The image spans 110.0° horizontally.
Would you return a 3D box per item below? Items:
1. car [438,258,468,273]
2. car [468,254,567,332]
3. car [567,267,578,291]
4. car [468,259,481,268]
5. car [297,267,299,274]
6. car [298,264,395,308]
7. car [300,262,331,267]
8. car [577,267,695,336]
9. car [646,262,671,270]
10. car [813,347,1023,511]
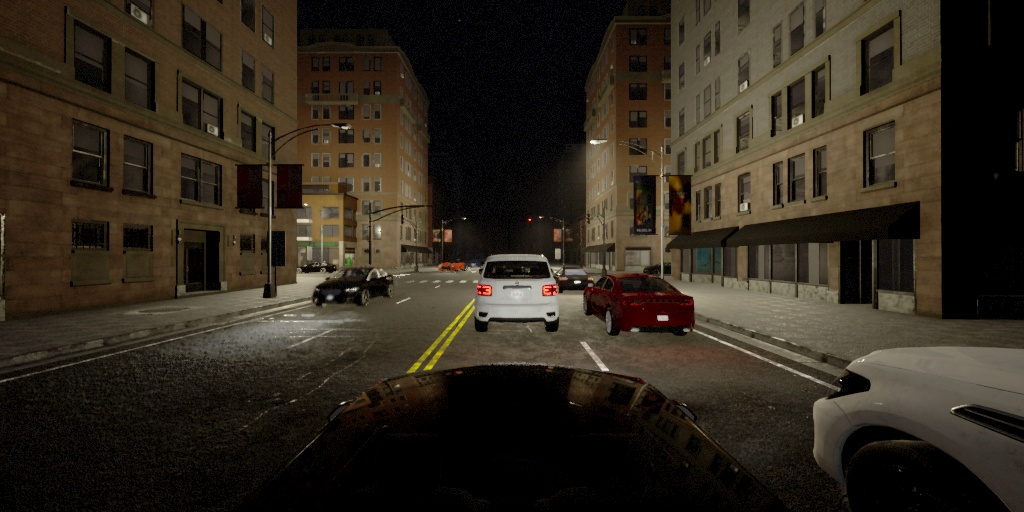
[{"bbox_3d":[-7.232,1.105,43.526,2.097,1.767,4.553,0,0,11],"label":"car"},{"bbox_3d":[0.123,0.971,11.009,2.150,2.045,5.566,0,0,0],"label":"car"},{"bbox_3d":[3.389,1.313,20.529,1.994,1.385,4.181,0,0,0],"label":"car"},{"bbox_3d":[-6.447,1.264,61.789,1.812,1.442,4.674,0,0,0],"label":"car"},{"bbox_3d":[-22.101,1.169,32.320,4.097,1.591,1.967,0,0,0],"label":"car"},{"bbox_3d":[-6.571,1.241,15.402,2.128,1.511,4.902,0,0,0],"label":"car"},{"bbox_3d":[-22.042,1.325,40.345,4.313,1.339,1.948,0,0,0],"label":"car"},{"bbox_3d":[3.369,1.227,10.441,1.882,1.535,5.008,0,0,0],"label":"car"},{"bbox_3d":[16.111,1.350,37.882,4.181,1.385,1.994,0,0,0],"label":"car"},{"bbox_3d":[3.346,0.972,0.281,2.150,2.045,5.566,0,0,0],"label":"car"}]
